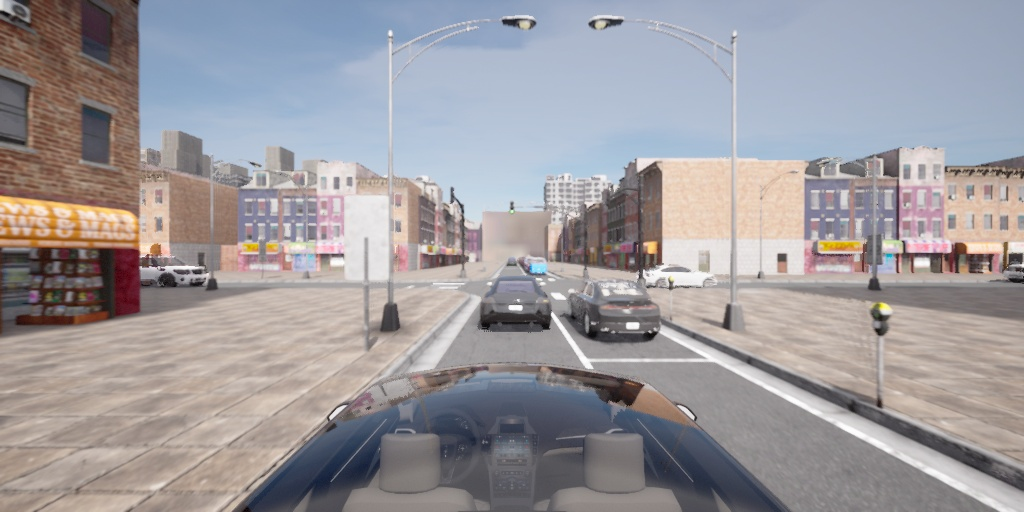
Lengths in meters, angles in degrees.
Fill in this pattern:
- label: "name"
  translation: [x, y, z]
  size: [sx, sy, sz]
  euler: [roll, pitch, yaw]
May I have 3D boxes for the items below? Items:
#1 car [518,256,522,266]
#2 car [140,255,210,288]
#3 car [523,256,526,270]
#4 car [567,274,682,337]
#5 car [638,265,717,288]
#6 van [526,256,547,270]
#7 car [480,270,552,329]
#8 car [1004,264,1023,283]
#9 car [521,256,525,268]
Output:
- label: "car"
  translation: [2.623, 0.995, 58.911]
  size: [2.192, 1.841, 5.009]
  euler: [0, 0, 0]
- label: "car"
  translation: [-22.157, 0.970, 22.280]
  size: [5.566, 2.045, 2.150]
  euler: [0, 0, 0]
- label: "car"
  translation: [2.627, 1.133, 42.489]
  size: [1.967, 1.591, 4.097]
  euler: [0, 0, 0]
- label: "car"
  translation: [2.636, 1.284, 10.011]
  size: [2.007, 1.370, 4.403]
  euler: [0, 0, 0]
- label: "car"
  translation: [9.985, 1.254, 21.903]
  size: [4.674, 1.442, 1.812]
  euler: [0, 0, -3]
- label: "van"
  translation: [2.629, 1.039, 37.014]
  size: [1.690, 1.789, 3.998]
  euler: [0, 0, 0]
- label: "car"
  translation: [0.129, 1.296, 11.231]
  size: [1.994, 1.385, 4.181]
  euler: [0, 0, 1]
- label: "car"
  translation: [38.132, 0.937, 24.943]
  size: [5.566, 2.045, 2.150]
  euler: [0, 0, 0]
- label: "car"
  translation: [2.626, 1.128, 47.964]
  size: [1.967, 1.591, 4.097]
  euler: [0, 0, 0]
